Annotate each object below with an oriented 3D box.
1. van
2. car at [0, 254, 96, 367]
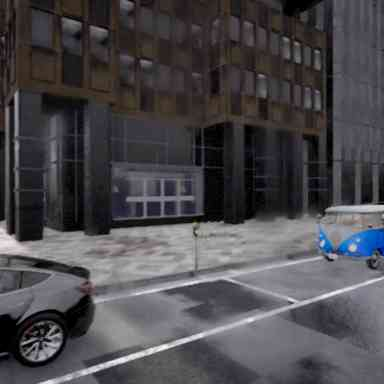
[{"bbox_3d":[5.756,1.320,10.757,3.998,1.788,1.690,0,0,-35],"label":"van"},{"bbox_3d":[-3.422,1.567,4.211,4.313,1.339,1.947,0,0,-35],"label":"car"}]
